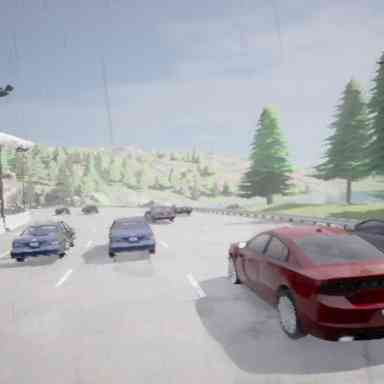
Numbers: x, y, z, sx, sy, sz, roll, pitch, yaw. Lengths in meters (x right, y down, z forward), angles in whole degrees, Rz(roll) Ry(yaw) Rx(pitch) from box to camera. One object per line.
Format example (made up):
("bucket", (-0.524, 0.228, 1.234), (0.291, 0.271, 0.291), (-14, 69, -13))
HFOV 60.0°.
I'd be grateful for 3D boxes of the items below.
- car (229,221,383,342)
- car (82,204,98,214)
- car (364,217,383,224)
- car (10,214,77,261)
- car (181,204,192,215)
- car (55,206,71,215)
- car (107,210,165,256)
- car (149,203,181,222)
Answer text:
("car", (2.121, 1.407, 6.606), (1.882, 1.535, 5.008), (-3, 0, -9))
("car", (-16.119, 2.691, 52.466), (1.837, 1.490, 4.892), (-2, -1, -27))
("car", (5.305, 1.339, 8.863), (1.994, 1.385, 4.181), (-3, 0, -9))
("car", (-6.232, 1.969, 14.413), (2.033, 1.411, 5.357), (-3, 0, -13))
("car", (-1.559, 1.914, 36.461), (1.895, 1.301, 4.718), (-3, 0, -19))
("car", (-21.554, 3.017, 55.338), (1.812, 1.442, 4.674), (-2, -1, -29))
("car", (-2.657, 1.780, 14.405), (2.033, 1.411, 5.357), (-3, 0, -13))
("car", (-2.895, 1.885, 29.181), (2.033, 1.411, 5.357), (-3, 0, -18))
